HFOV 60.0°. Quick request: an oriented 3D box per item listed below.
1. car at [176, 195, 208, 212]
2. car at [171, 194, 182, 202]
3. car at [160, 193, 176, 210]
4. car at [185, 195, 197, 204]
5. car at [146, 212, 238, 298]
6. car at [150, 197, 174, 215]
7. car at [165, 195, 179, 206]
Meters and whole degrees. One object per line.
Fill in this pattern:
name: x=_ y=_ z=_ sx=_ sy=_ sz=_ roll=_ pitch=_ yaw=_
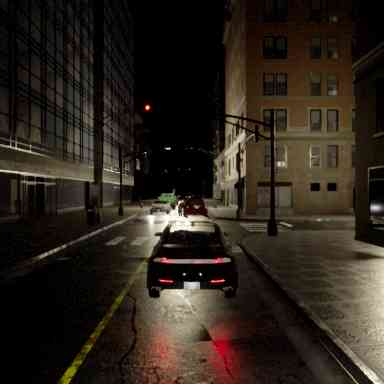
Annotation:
car: x=0.076 y=1.334 z=30.118 sx=2.097 sy=1.767 sz=4.553 roll=0 pitch=0 yaw=-9
car: x=-3.205 y=1.280 z=69.554 sx=2.128 sy=1.511 sz=4.902 roll=0 pitch=0 yaw=0
car: x=-3.203 y=1.191 z=43.732 sx=2.150 sy=2.045 sz=5.566 roll=0 pitch=0 yaw=1
car: x=-0.191 y=1.444 z=64.976 sx=2.128 sy=1.511 sz=4.902 roll=0 pitch=0 yaw=0
car: x=0.022 y=1.489 z=8.479 sx=2.128 sy=1.511 sz=4.902 roll=0 pitch=0 yaw=1
car: x=-3.195 y=1.504 z=34.279 sx=1.812 sy=1.442 sz=4.674 roll=0 pitch=0 yaw=0
car: x=-3.226 y=1.313 z=54.184 sx=2.097 sy=1.767 sz=4.553 roll=0 pitch=0 yaw=0
